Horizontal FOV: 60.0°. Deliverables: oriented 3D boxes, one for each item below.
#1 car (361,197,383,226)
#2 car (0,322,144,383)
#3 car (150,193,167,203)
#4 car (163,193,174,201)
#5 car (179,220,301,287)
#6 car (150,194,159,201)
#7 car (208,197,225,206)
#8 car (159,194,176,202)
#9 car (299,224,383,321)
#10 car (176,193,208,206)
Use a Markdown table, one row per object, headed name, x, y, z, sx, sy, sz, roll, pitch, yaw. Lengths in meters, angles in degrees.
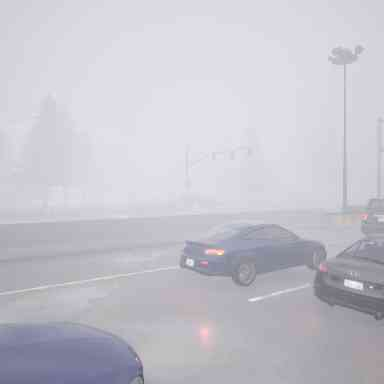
| name | x | y | z | sx | sy | sz | roll | pitch | yaw |
| --- | --- | --- | --- | --- | --- | --- | --- | --- | --- |
| car | 9.908 | 1.223 | 15.103 | 5.566 | 2.045 | 2.150 | 0 | 0 | -35 |
| car | -2.500 | 1.526 | 1.928 | 4.674 | 1.442 | 1.812 | 0 | 0 | -36 |
| car | -7.275 | 1.540 | 72.704 | 2.033 | 1.411 | 5.357 | 0 | 0 | -18 |
| car | -6.030 | 1.225 | 83.924 | 2.150 | 2.045 | 5.566 | 0 | 0 | -10 |
| car | 1.833 | 1.526 | 9.348 | 4.674 | 1.442 | 1.812 | 0 | 0 | -35 |
| car | -9.334 | 1.355 | 82.397 | 2.097 | 1.767 | 4.553 | 0 | 0 | -10 |
| car | 3.295 | 1.547 | 55.813 | 2.033 | 1.411 | 5.357 | 0 | 0 | -29 |
| car | -4.208 | 1.601 | 63.591 | 1.895 | 1.301 | 4.718 | 0 | 0 | -22 |
| car | 4.418 | 1.564 | 6.893 | 4.181 | 1.385 | 1.994 | 0 | 0 | -35 |
| car | -0.064 | 1.221 | 54.762 | 2.150 | 2.045 | 5.566 | 0 | 0 | -28 |
